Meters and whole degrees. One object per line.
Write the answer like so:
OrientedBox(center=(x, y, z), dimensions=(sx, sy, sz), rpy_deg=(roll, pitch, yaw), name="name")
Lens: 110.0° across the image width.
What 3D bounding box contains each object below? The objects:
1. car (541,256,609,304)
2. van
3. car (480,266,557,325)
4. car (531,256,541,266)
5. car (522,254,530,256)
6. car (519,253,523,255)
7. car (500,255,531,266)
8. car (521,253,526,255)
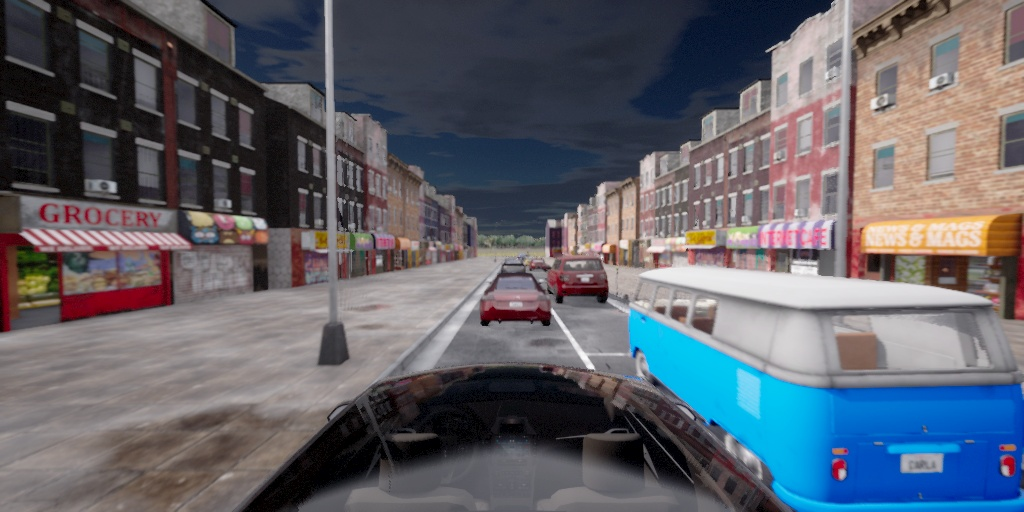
OrientedBox(center=(2.639, 0.901, 15.213), dimensions=(2.192, 1.841, 5.009), rpy_deg=(0, 0, 0), name="car")
OrientedBox(center=(2.636, 1.062, 4.149), dimensions=(1.690, 1.789, 3.998), rpy_deg=(0, 0, 0), name="van")
OrientedBox(center=(0.102, 1.198, 11.281), dimensions=(1.994, 1.385, 4.181), rpy_deg=(0, 1, 0), name="car")
OrientedBox(center=(2.645, 0.900, 37.342), dimensions=(1.802, 1.307, 4.207), rpy_deg=(0, 0, 0), name="car")
OrientedBox(center=(2.648, 0.710, 48.575), dimensions=(1.751, 1.417, 4.829), rpy_deg=(0, 0, 0), name="car")
OrientedBox(center=(2.652, 0.553, 65.002), dimensions=(1.948, 1.339, 4.313), rpy_deg=(0, 0, 0), name="car")
OrientedBox(center=(0.106, 0.928, 27.508), dimensions=(2.128, 1.511, 4.902), rpy_deg=(0, 1, 0), name="car")
OrientedBox(center=(2.649, 0.669, 53.938), dimensions=(2.007, 1.370, 4.403), rpy_deg=(0, 0, 0), name="car")
